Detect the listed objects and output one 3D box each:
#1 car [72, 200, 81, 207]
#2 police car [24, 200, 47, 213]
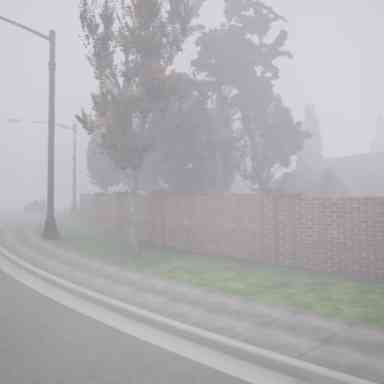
[{"bbox_3d":[-20.017,2.217,60.427,1.812,1.442,4.674,-1,-2,10],"label":"car"},{"bbox_3d":[-20.012,1.861,43.705,1.930,1.638,5.238,0,-1,-1],"label":"police car"}]
